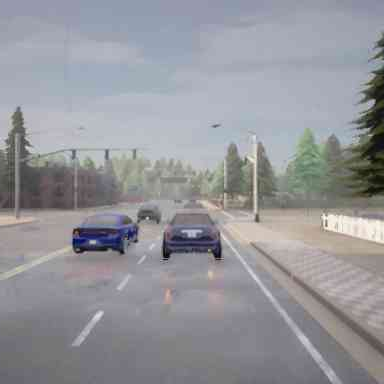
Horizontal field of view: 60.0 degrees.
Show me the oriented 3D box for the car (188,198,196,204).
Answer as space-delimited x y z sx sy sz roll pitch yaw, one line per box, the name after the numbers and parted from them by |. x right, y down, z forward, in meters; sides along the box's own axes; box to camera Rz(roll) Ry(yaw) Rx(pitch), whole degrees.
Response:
-0.047 2.283 83.882 1.837 1.490 4.892 0 -1 0 | car

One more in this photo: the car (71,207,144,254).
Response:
-3.485 1.637 14.219 1.882 1.535 5.008 0 0 0 | car

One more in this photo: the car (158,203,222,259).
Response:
0.009 1.502 13.401 2.097 1.767 4.553 0 -1 0 | car

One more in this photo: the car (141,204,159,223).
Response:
-3.642 1.825 28.469 1.837 1.490 4.892 0 0 -3 | car

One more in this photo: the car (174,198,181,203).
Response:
-3.547 2.283 83.880 1.837 1.490 4.892 0 -1 0 | car

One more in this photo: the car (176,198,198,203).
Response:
0.259 1.668 28.359 2.097 1.767 4.553 0 -1 6 | car
